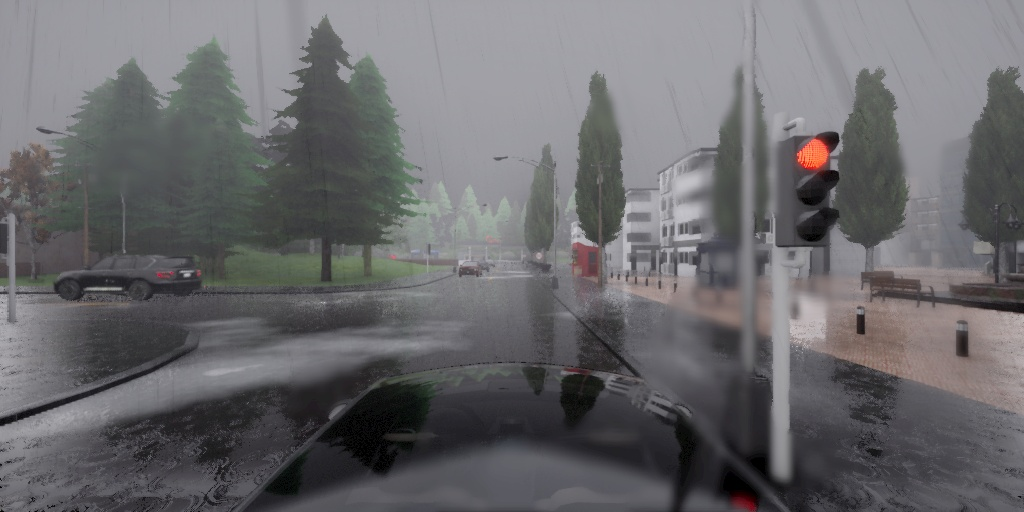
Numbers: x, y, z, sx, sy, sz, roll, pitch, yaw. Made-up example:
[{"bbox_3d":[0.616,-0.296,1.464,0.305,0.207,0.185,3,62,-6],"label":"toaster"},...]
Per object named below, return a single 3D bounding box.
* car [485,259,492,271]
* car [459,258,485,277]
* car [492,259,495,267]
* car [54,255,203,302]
[{"bbox_3d":[-4.065,1.314,47.529,1.994,1.385,4.181,0,0,0],"label":"car"},{"bbox_3d":[-4.082,1.228,35.771,1.882,1.535,5.008,0,0,0],"label":"car"},{"bbox_3d":[-3.937,1.277,63.572,1.812,1.442,4.674,0,0,0],"label":"car"},{"bbox_3d":[-17.722,0.972,16.754,5.566,2.045,2.150,0,0,3],"label":"car"}]
